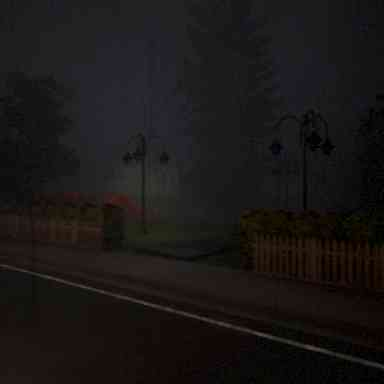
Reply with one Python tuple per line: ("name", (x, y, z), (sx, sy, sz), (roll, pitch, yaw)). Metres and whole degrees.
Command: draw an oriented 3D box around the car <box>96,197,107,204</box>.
("car", (-16.377, 1.488, 54.659), (2.033, 1.411, 5.357), (0, 0, 36))
